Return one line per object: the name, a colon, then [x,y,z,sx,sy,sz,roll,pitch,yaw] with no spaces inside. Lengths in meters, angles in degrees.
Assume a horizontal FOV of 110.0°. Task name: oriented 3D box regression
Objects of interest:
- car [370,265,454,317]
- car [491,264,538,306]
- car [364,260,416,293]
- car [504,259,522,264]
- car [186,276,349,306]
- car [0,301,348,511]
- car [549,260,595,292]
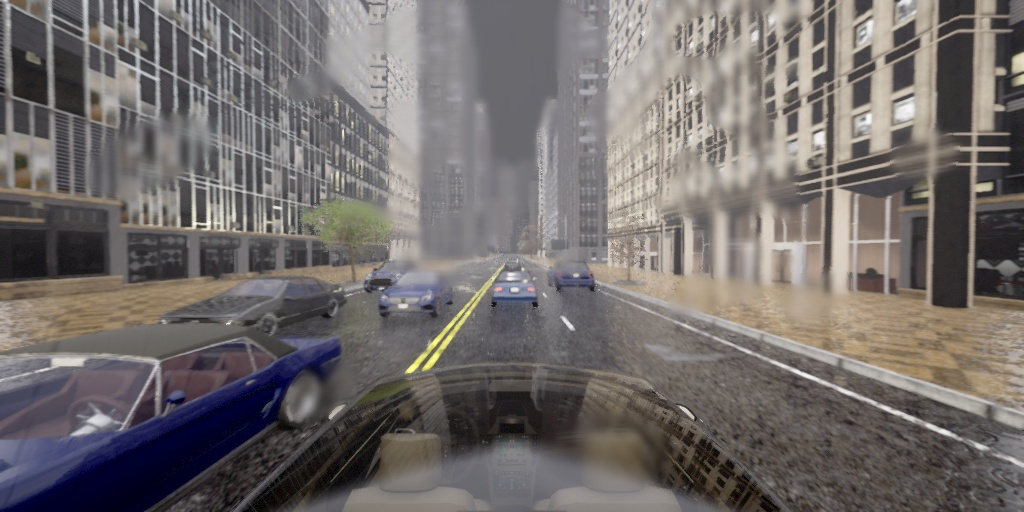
car: [-3.252,1.232,13.038,1.812,1.442,4.674,0,0,0]
car: [0.100,1.245,15.347,2.033,1.411,5.357,0,0,0]
car: [-6.501,1.030,20.109,2.097,1.767,4.553,0,0,0]
car: [0.095,1.077,41.808,2.128,1.511,4.902,0,0,0]
car: [-6.534,1.266,9.976,2.033,1.411,5.357,0,0,0]
car: [-3.328,1.347,2.821,1.895,1.301,4.718,0,0,0]
car: [3.350,1.026,20.851,2.097,1.767,4.553,0,0,0]
